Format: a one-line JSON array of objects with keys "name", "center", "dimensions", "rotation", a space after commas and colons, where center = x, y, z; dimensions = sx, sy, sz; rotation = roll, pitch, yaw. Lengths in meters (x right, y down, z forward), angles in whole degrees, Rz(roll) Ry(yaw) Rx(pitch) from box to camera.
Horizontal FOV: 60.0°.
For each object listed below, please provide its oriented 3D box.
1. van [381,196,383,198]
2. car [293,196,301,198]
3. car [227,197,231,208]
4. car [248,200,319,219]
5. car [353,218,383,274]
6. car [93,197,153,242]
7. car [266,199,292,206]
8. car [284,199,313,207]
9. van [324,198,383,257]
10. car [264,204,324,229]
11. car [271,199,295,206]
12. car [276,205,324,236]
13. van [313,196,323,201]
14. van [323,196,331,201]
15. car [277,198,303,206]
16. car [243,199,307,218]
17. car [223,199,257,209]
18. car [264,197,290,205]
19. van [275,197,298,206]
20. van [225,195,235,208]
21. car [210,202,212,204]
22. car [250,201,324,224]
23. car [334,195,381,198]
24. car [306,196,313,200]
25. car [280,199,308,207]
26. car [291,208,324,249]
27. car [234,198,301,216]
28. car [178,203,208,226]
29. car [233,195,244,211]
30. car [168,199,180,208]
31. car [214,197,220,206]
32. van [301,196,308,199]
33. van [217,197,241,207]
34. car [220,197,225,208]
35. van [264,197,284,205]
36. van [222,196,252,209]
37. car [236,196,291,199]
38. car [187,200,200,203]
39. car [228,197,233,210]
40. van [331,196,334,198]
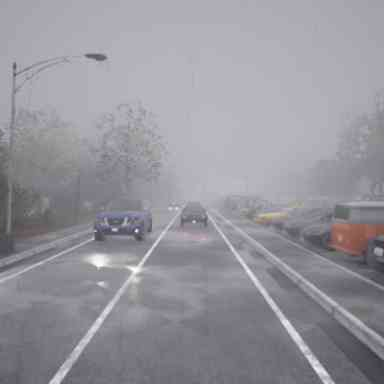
[{"name": "van", "center": [20.287, 1.407, 30.490], "dimensions": [4.442, 1.987, 1.878], "rotation": [0, 0, 0]}, {"name": "car", "center": [20.106, 1.885, 55.273], "dimensions": [5.366, 1.575, 1.946], "rotation": [0, -1, 0]}, {"name": "car", "center": [7.148, 1.739, 41.646], "dimensions": [4.674, 1.452, 2.002], "rotation": [0, 0, 0]}, {"name": "car", "center": [7.071, 1.606, 24.989], "dimensions": [4.892, 1.521, 2.231], "rotation": [0, 0, 0]}, {"name": "car", "center": [7.013, 1.541, 8.332], "dimensions": [4.792, 1.488, 2.163], "rotation": [0, 0, 0]}, {"name": "car", "center": [-3.331, 1.288, 17.172], "dimensions": [2.150, 2.045, 5.566], "rotation": [0, 0, 0]}, {"name": "car", "center": [20.213, 2.369, 77.429], "dimensions": [5.366, 1.575, 1.946], "rotation": [0, -1, 0]}, {"name": "car", "center": [20.326, 2.069, 63.582], "dimensions": [5.008, 1.535, 2.097], "rotation": [0, -1, 0]}, {"name": "van", "center": [7.114, 1.301, 11.110], "dimensions": [4.442, 1.987, 1.878], "rotation": [0, 0, 0]}, {"name": "car", "center": [7.008, 1.604, 19.437], "dimensions": [4.792, 1.488, 2.163], "rotation": [0, 0, 0]}, {"name": "car", "center": [20.378, 2.311, 74.661], "dimensions": [4.892, 1.521, 2.231], "rotation": [0, -1, 0]}, {"name": "car", "center": [6.995, 1.588, 16.661], "dimensions": [4.792, 1.488, 2.163], "rotation": [0, 0, 0]}, {"name": "van", "center": [20.135, 1.501, 47.120], "dimensions": [4.442, 1.987, 1.878], "rotation": [0, -1, 0]}, {"name": "van", "center": [20.354, 1.484, 44.216], "dimensions": [4.442, 1.987, 1.878], "rotation": [0, 0, 0]}, {"name": "car", "center": [20.326, 2.064, 69.125], "dimensions": [4.553, 1.767, 2.185], "rotation": [0, -1, 0]}, {"name": "car", "center": [7.071, 1.622, 27.766], "dimensions": [4.892, 1.521, 2.231], "rotation": [0, 0, 0]}, {"name": "car", "center": [7.214, 1.805, 49.948], "dimensions": [4.792, 1.488, 2.163], "rotation": [0, -1, 0]}, {"name": "car", "center": [20.439, 2.186, 80.201], "dimensions": [5.566, 2.045, 2.435], "rotation": [0, -2, 0]}, {"name": "van", "center": [20.488, 2.024, 71.895], "dimensions": [4.442, 1.987, 1.878], "rotation": [0, -1, 0]}, {"name": "van", "center": [7.042, 1.489, 44.424], "dimensions": [4.442, 1.987, 1.878], "rotation": [0, 0, 0]}, {"name": "car", "center": [7.278, 2.067, 74.940], "dimensions": [5.566, 2.045, 2.435], "rotation": [0, -1, 0]}, {"name": "car", "center": [6.865, 1.587, 22.215], "dimensions": [5.366, 1.575, 1.946], "rotation": [0, 0, 0]}, {"name": "car", "center": [20.183, 1.428, 38.801], "dimensions": [5.566, 2.045, 2.435], "rotation": [0, 0, 0]}, {"name": "car", "center": [20.269, 1.768, 49.735], "dimensions": [5.008, 1.535, 2.097], "rotation": [0, -1, 0]}, {"name": "car", "center": [20.340, 2.132, 66.477], "dimensions": [5.008, 1.535, 2.097], "rotation": [0, -1, 0]}, {"name": "car", "center": [6.981, 1.572, 13.885], "dimensions": [4.792, 1.488, 2.163], "rotation": [0, 0, 0]}, {"name": "car", "center": [6.906, 1.634, 30.543], "dimensions": [5.366, 1.575, 1.946], "rotation": [0, 0, 0]}, {"name": "car", "center": [0.139, 1.701, 24.384], "dimensions": [1.895, 1.301, 4.718], "rotation": [0, 0, 0]}, {"name": "car", "center": [7.087, 1.542, 36.095], "dimensions": [4.553, 1.767, 2.185], "rotation": [0, 0, 0]}, {"name": "car", "center": [-3.138, 1.988, 58.918], "dimensions": [2.128, 1.511, 4.902], "rotation": [0, -1, 1]}, {"name": "car", "center": [7.258, 2.077, 63.832], "dimensions": [5.008, 1.535, 2.097], "rotation": [0, -1, 0]}, {"name": "van", "center": [20.161, 1.602, 52.510], "dimensions": [4.442, 1.987, 1.878], "rotation": [0, -1, 0]}, {"name": "van", "center": [7.382, 1.912, 66.612], "dimensions": [4.442, 1.987, 1.878], "rotation": [0, -1, 0]}, {"name": "car", "center": [7.200, 1.479, 47.200], "dimensions": [5.566, 2.045, 2.435], "rotation": [0, 0, 0]}, {"name": "van", "center": [20.543, 2.292, 83.091], "dimensions": [4.442, 1.987, 1.878], "rotation": [0, -2, 0]}, {"name": "van", "center": [7.082, 1.610, 52.736], "dimensions": [4.442, 1.987, 1.878], "rotation": [0, -1, 0]}, {"name": "car", "center": [7.073, 1.527, 33.319], "dimensions": [4.553, 1.767, 2.185], "rotation": [0, 0, 0]}, {"name": "car", "center": [0.192, 1.728, 41.504], "dimensions": [2.128, 1.511, 4.902], "rotation": [0, -1, 0]}, {"name": "car", "center": [7.126, 1.683, 38.870], "dimensions": [5.008, 1.535, 2.097], "rotation": [0, 0, 0]}, {"name": "van", "center": [20.341, 1.469, 41.571], "dimensions": [4.442, 1.987, 1.878], "rotation": [0, 0, 0]}]
